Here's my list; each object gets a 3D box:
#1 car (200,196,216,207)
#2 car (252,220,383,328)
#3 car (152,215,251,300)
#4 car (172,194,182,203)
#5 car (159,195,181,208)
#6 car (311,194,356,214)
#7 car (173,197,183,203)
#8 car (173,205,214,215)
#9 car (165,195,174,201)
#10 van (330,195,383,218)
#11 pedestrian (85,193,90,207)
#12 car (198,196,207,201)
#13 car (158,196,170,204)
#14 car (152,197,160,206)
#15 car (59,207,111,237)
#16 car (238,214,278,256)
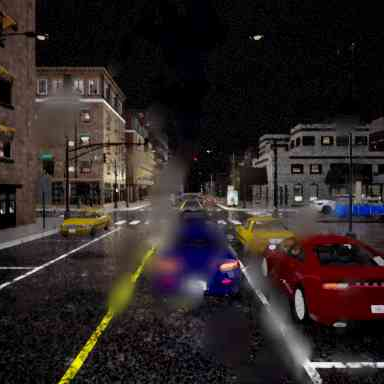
[{"bbox_3d":[2.673,1.462,50.866,1.967,1.590,4.097,0,0,0],"label":"car"},{"bbox_3d":[2.684,1.544,7.000,1.887,1.381,4.507,0,0,0],"label":"car"},{"bbox_3d":[0.102,1.525,8.283,1.812,1.442,4.674,0,0,0],"label":"car"},{"bbox_3d":[-3.089,1.521,58.374,2.128,1.511,4.902,0,0,0],"label":"car"},{"bbox_3d":[-3.105,1.566,48.129,2.033,1.411,5.357,0,0,0],"label":"car"},{"bbox_3d":[15.477,1.257,34.957,5.566,2.045,2.150,0,0,0],"label":"car"},{"bbox_3d":[-3.016,1.642,70.350,1.895,1.301,4.718,0,0,0],"label":"car"},{"bbox_3d":[0.097,1.565,16.976,1.994,1.385,4.181,0,0,0],"label":"car"},{"bbox_3d":[-5.715,1.596,84.862,1.752,1.417,4.829,0,0,0],"label":"car"},{"bbox_3d":[14.652,1.413,29.163,3.998,1.788,1.690,0,0,0],"label":"van"},{"bbox_3d":[-12.639,1.079,40.276,0.375,1.860,0.375,0,0,0],"label":"pedestrian"},{"bbox_3d":[2.666,1.622,85.046,2.008,1.369,4.403,-1,0,0],"label":"car"},{"bbox_3d":[-5.710,1.594,67.942,2.008,1.369,4.403,0,0,0],"label":"car"},{"bbox_3d":[-5.708,1.579,56.549,2.008,1.369,4.403,0,0,0],"label":"car"},{"bbox_3d":[-5.700,1.527,18.226,1.752,1.417,4.829,0,0,0],"label":"car"},{"bbox_3d":[2.683,1.526,12.867,1.752,1.417,4.829,0,0,0],"label":"car"}]
